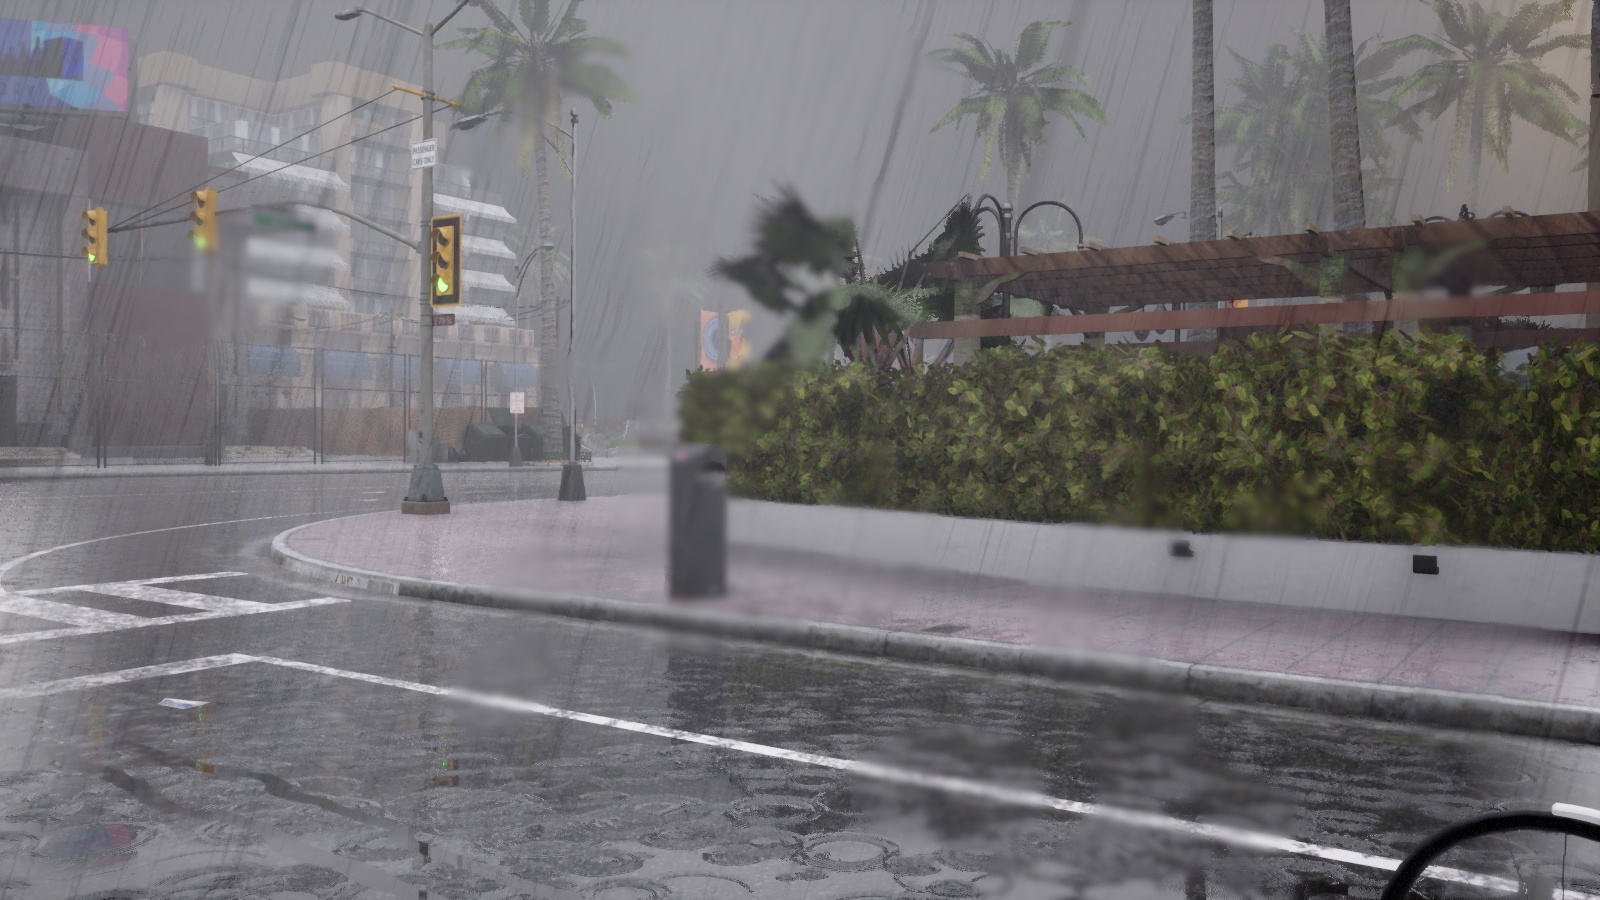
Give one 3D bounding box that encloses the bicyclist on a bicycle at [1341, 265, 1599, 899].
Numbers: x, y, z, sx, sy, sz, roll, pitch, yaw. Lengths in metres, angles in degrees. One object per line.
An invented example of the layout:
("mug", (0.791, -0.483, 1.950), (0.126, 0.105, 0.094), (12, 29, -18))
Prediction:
("bicyclist on a bicycle", (2.029, 0.553, 2.267), (1.843, 1.776, 0.659), (0, 1, 34))
